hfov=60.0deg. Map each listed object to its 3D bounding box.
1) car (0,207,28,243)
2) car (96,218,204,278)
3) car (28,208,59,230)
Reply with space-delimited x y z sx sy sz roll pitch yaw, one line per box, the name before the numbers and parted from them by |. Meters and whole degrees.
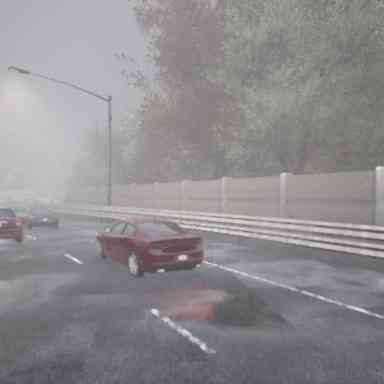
car | -9.820 1.486 16.259 2.097 1.767 4.553 0 -1 -38
car | -1.592 1.576 10.745 1.882 1.535 5.008 1 -1 -33
car | -10.692 1.757 22.775 1.994 1.385 4.181 1 -1 -41
